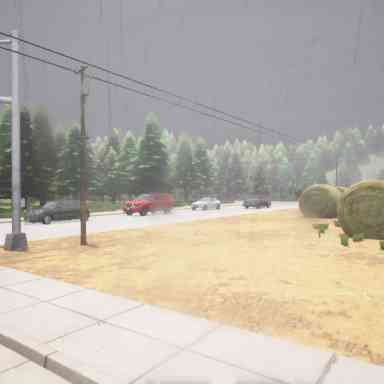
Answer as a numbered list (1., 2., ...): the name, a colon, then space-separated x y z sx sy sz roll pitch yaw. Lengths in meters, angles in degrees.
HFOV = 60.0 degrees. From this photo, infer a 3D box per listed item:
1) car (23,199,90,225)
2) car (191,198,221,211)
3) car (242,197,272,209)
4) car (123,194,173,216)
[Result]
1. car: -9.918 1.362 24.591 2.097 1.767 4.553 0 0 37
2. car: 1.778 1.431 40.310 1.812 1.442 4.674 0 0 37
3. car: 8.466 1.411 43.123 2.033 1.411 5.357 0 0 37
4. car: -4.135 1.180 32.369 2.150 2.045 5.566 0 0 37
